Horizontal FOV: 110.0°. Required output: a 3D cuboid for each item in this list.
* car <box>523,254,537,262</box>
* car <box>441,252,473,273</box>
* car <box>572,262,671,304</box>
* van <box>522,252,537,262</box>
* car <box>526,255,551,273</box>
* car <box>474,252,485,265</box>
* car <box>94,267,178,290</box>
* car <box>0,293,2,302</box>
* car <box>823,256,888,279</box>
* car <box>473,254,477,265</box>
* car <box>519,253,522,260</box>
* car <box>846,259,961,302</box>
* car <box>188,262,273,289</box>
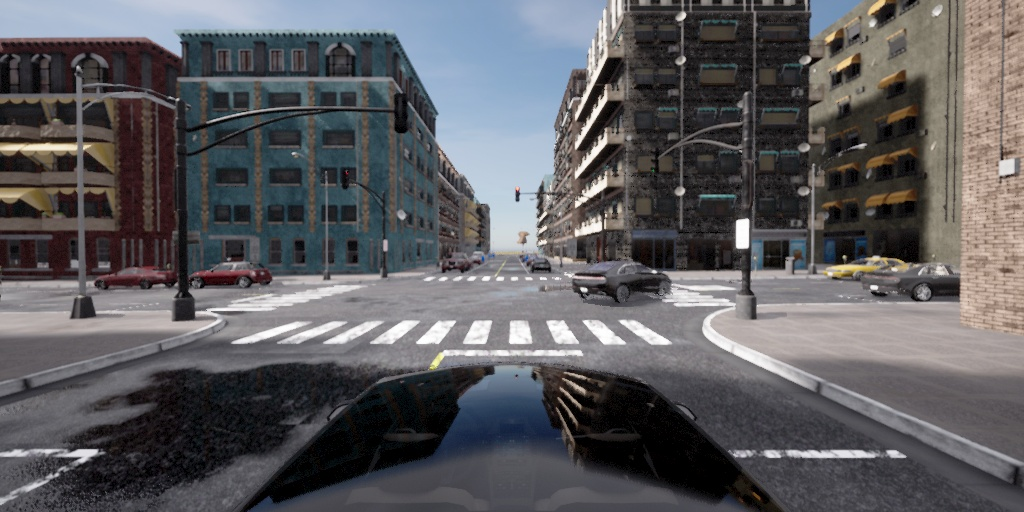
[{"bbox_3d":[2.665,0.674,44.725,1.802,1.307,4.207,0,0,0],"label":"car"},{"bbox_3d":[-5.242,0.579,33.641,2.192,1.841,5.009,0,0,0],"label":"car"},{"bbox_3d":[4.551,0.968,14.503,4.902,1.511,2.128,-1,0,-37],"label":"car"},{"bbox_3d":[2.679,0.346,50.277,1.690,1.789,3.998,0,0,0],"label":"van"},{"bbox_3d":[2.639,0.830,33.622,1.948,1.339,4.313,0,0,0],"label":"car"},{"bbox_3d":[-5.202,0.551,50.295,1.888,1.381,4.507,0,0,0],"label":"car"},{"bbox_3d":[-22.409,1.302,21.574,4.207,1.307,1.802,0,0,1],"label":"car"},{"bbox_3d":[-22.467,1.265,13.690,4.097,1.591,1.967,0,0,1],"label":"car"},{"bbox_3d":[21.177,0.704,21.122,4.829,1.417,1.751,0,0,1],"label":"car"},{"bbox_3d":[-5.228,0.724,39.192,1.888,1.381,4.507,0,0,0],"label":"car"},{"bbox_3d":[2.705,0.271,61.379,1.967,1.591,4.097,0,0,0],"label":"car"},{"bbox_3d":[15.627,0.905,13.299,4.403,1.370,2.007,0,0,1],"label":"car"},{"bbox_3d":[-16.861,1.091,21.521,4.097,1.591,1.967,0,0,1],"label":"car"}]
